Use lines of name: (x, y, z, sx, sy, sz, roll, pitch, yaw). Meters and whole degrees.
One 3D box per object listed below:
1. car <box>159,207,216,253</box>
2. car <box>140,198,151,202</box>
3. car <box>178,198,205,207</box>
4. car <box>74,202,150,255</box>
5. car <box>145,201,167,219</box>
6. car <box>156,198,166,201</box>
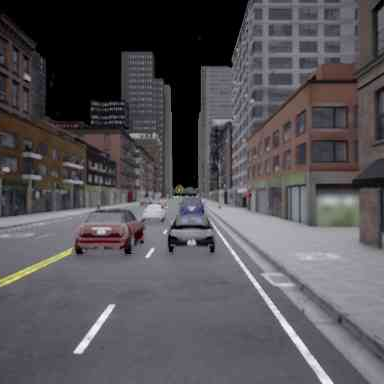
car: (-0.008, 1.633, 14.304, 2.128, 1.511, 4.902, 0, 0, 0)
car: (-9.802, 2.093, 71.000, 2.097, 1.767, 4.553, 0, -1, 0)
car: (-0.021, 1.500, 29.028, 2.150, 2.045, 5.566, 0, 0, 0)
car: (-3.258, 1.488, 14.082, 2.097, 1.767, 4.553, 0, -1, 0)
car: (-3.268, 1.813, 29.392, 1.812, 1.442, 4.674, 0, 0, 0)
car: (-6.552, 2.093, 71.002, 2.097, 1.767, 4.553, 0, -1, 0)
